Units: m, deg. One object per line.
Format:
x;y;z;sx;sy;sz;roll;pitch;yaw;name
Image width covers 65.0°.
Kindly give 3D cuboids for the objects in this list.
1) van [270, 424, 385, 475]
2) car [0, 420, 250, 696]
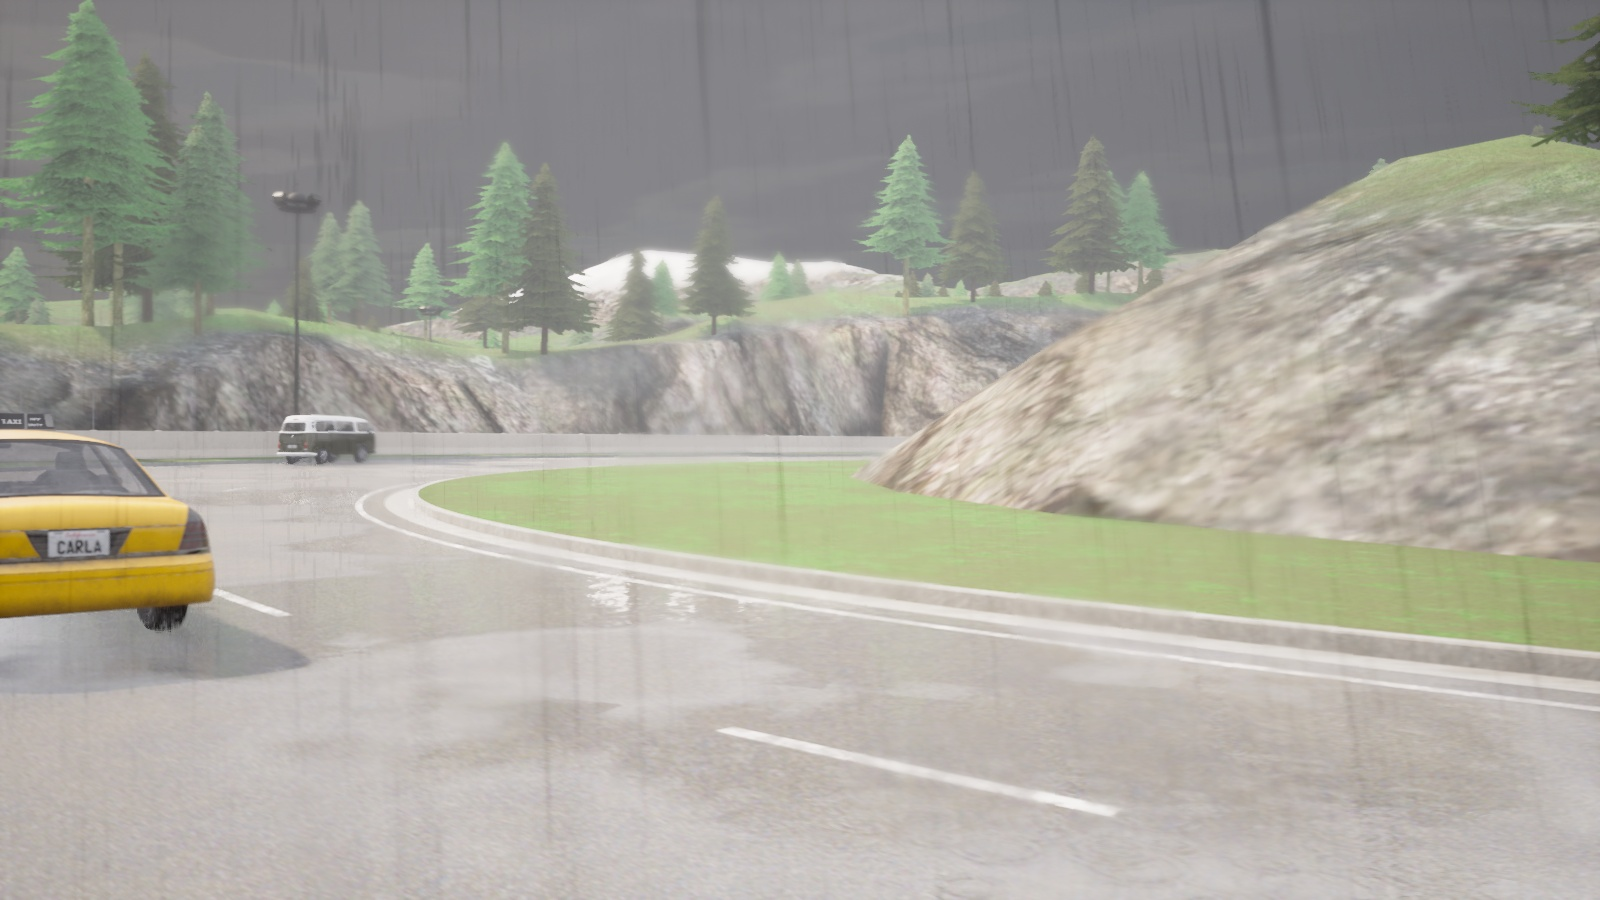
-19.892;-0.061;53.086;2.069;2.038;4.480;-1;1;20;van
-5.975;0.599;9.474;1.801;1.575;5.366;-1;1;-41;car
